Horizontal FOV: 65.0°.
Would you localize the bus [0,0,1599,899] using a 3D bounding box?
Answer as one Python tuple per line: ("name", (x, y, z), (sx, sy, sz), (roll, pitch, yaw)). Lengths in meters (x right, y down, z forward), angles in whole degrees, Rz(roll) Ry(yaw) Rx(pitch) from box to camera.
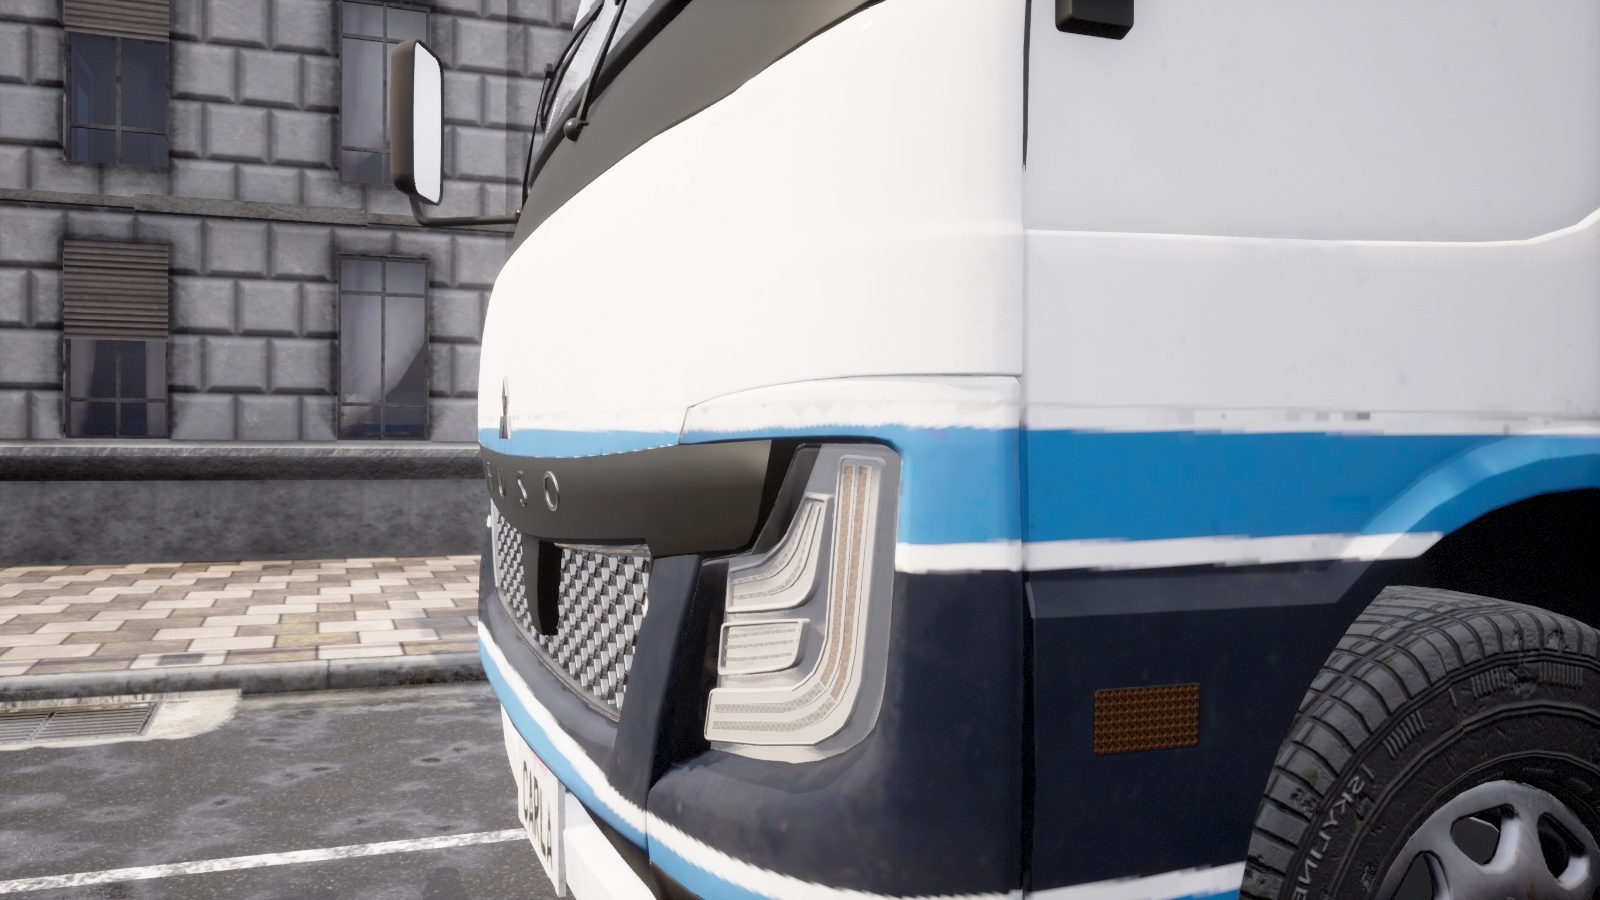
("bus", (3.496, -0.691, 4.578), (10.273, 4.253, 3.944), (-1, 1, -21))
